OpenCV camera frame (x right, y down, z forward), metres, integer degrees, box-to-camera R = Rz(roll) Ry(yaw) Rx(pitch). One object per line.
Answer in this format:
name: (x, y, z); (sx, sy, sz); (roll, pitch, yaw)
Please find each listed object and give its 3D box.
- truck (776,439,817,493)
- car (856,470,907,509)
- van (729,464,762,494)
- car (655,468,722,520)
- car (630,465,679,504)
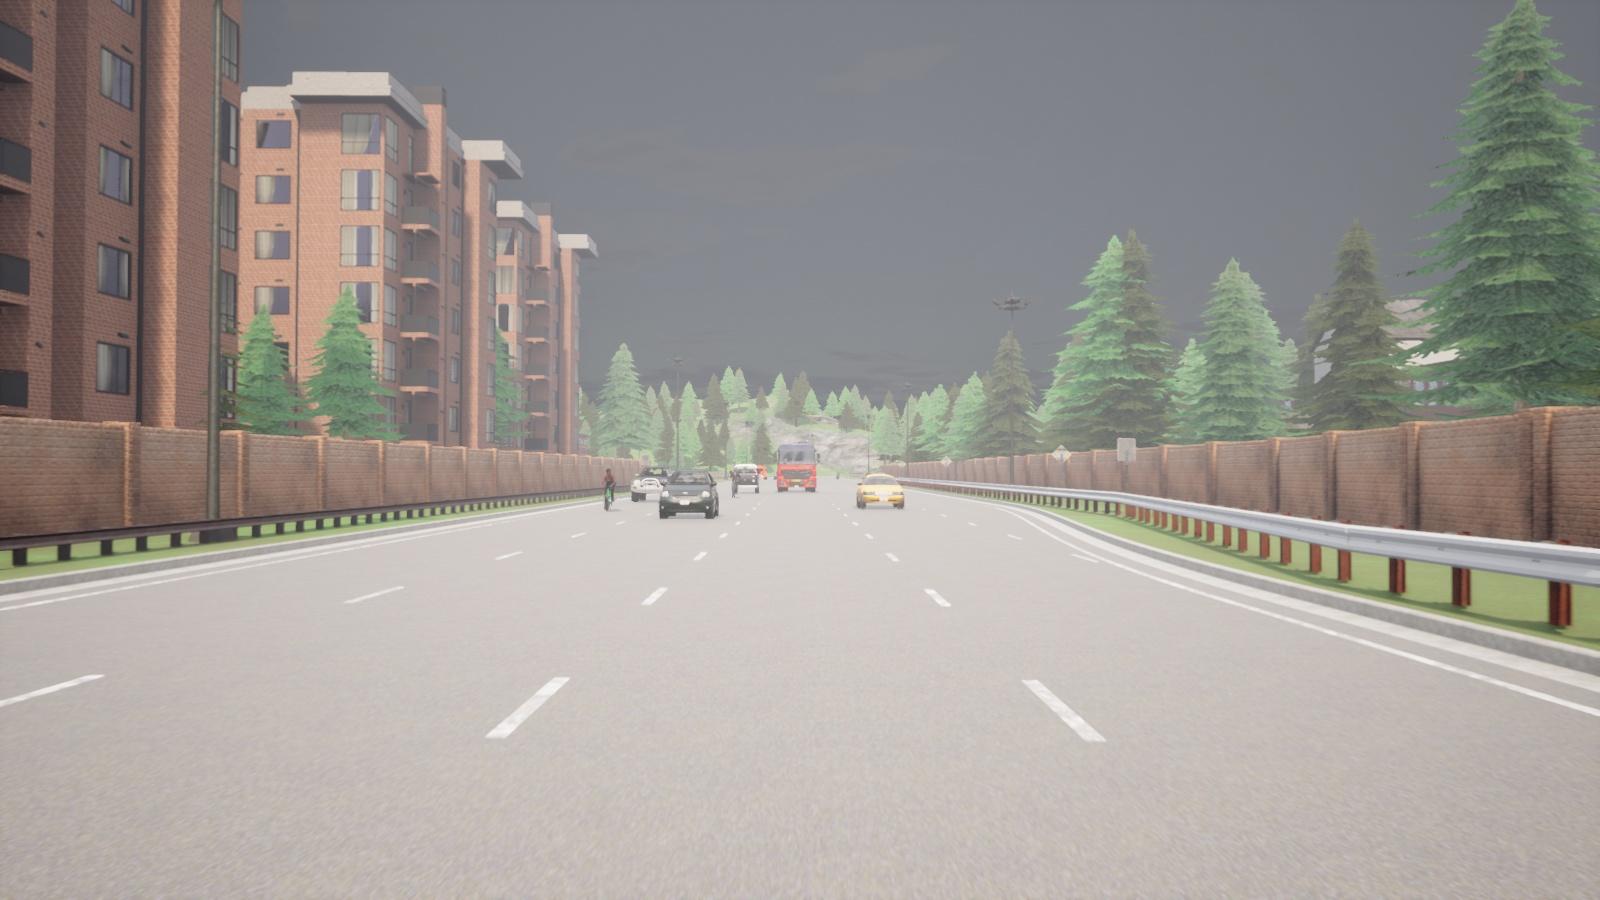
truck: (-0.230, 1.209, 93.121); (2.891, 3.827, 8.468); (0, -1, 0)
car: (3.371, 1.626, 52.943); (1.801, 1.575, 5.366); (0, -1, 0)
van: (-3.711, 2.002, 86.625); (2.069, 2.038, 4.480); (0, -1, 0)
car: (-3.600, 1.417, 41.206); (1.851, 1.617, 3.988); (0, -1, 0)
car: (-7.151, 1.701, 62.179); (1.932, 1.855, 4.605); (0, -1, 0)
